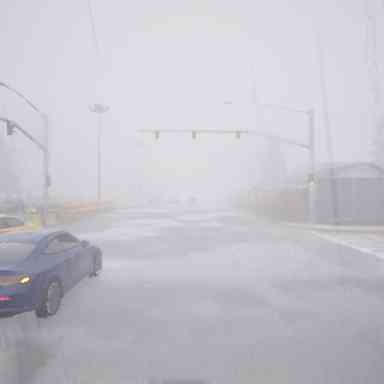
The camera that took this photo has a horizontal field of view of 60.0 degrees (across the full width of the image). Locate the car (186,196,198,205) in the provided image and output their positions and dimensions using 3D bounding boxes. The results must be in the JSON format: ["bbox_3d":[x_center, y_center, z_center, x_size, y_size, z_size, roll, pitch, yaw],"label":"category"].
[{"bbox_3d":[0.009,1.536,60.763,1.837,1.490,4.892,0,0,0],"label":"car"}]

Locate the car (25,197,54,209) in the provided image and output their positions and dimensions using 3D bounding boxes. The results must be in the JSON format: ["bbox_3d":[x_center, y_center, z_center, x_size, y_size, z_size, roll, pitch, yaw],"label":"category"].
[{"bbox_3d":[-21.030,1.529,46.103,1.837,1.490,4.892,0,0,1],"label":"car"}]

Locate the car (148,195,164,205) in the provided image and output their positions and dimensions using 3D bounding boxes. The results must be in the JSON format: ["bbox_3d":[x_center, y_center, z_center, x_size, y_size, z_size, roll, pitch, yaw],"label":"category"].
[{"bbox_3d":[-6.994,1.580,61.839,2.033,1.411,5.357,0,0,0],"label":"car"}]

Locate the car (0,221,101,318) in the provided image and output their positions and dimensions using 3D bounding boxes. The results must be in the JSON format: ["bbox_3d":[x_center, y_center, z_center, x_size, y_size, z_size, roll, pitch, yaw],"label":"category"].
[{"bbox_3d":[-3.399,1.530,7.302,1.812,1.442,4.674,0,0,0],"label":"car"}]

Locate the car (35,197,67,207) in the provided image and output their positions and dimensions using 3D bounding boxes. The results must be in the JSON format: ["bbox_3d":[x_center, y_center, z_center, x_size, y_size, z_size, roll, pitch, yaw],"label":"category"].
[{"bbox_3d":[-17.557,1.547,41.253,1.812,1.442,4.674,0,0,0],"label":"car"}]

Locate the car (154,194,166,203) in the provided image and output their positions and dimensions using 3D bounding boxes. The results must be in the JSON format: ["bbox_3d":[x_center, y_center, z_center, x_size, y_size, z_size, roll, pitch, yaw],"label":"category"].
[{"bbox_3d":[-6.993,1.393,72.354,2.097,1.767,4.553,0,0,1],"label":"car"}]

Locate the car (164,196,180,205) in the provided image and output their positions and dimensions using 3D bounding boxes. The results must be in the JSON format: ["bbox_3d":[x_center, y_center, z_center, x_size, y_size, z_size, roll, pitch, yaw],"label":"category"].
[{"bbox_3d":[-3.493,1.596,60.978,1.994,1.385,4.181,0,0,0],"label":"car"}]

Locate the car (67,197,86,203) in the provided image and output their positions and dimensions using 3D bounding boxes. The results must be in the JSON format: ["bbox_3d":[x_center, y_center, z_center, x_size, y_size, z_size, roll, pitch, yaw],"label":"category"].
[{"bbox_3d":[-17.495,1.591,51.040,1.994,1.385,4.181,0,0,0],"label":"car"}]

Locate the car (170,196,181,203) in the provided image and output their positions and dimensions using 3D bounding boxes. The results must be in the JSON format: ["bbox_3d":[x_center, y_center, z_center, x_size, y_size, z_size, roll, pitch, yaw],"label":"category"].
[{"bbox_3d":[-3.493,1.577,70.766,2.033,1.411,5.357,0,0,0],"label":"car"}]

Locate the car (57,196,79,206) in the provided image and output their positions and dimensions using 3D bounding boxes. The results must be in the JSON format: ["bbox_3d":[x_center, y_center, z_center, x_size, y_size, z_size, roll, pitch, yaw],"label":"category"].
[{"bbox_3d":[-20.994,1.507,56.376,1.882,1.535,5.008,0,0,0],"label":"car"}]

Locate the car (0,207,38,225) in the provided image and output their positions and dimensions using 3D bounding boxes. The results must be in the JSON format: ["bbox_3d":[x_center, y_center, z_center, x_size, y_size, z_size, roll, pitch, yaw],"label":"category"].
[{"bbox_3d":[-6.898,1.484,11.351,1.882,1.535,5.008,0,0,0],"label":"car"}]

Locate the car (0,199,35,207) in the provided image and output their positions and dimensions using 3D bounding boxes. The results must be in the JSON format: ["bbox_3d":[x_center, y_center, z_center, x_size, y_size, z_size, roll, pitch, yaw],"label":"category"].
[{"bbox_3d":[-17.612,1.509,32.235,2.128,1.511,4.902,0,0,-1],"label":"car"}]

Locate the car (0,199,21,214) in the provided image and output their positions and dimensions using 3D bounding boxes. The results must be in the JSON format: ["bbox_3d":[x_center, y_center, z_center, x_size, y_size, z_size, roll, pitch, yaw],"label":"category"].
[{"bbox_3d":[-21.080,1.545,36.819,1.812,1.442,4.674,0,0,0],"label":"car"}]
